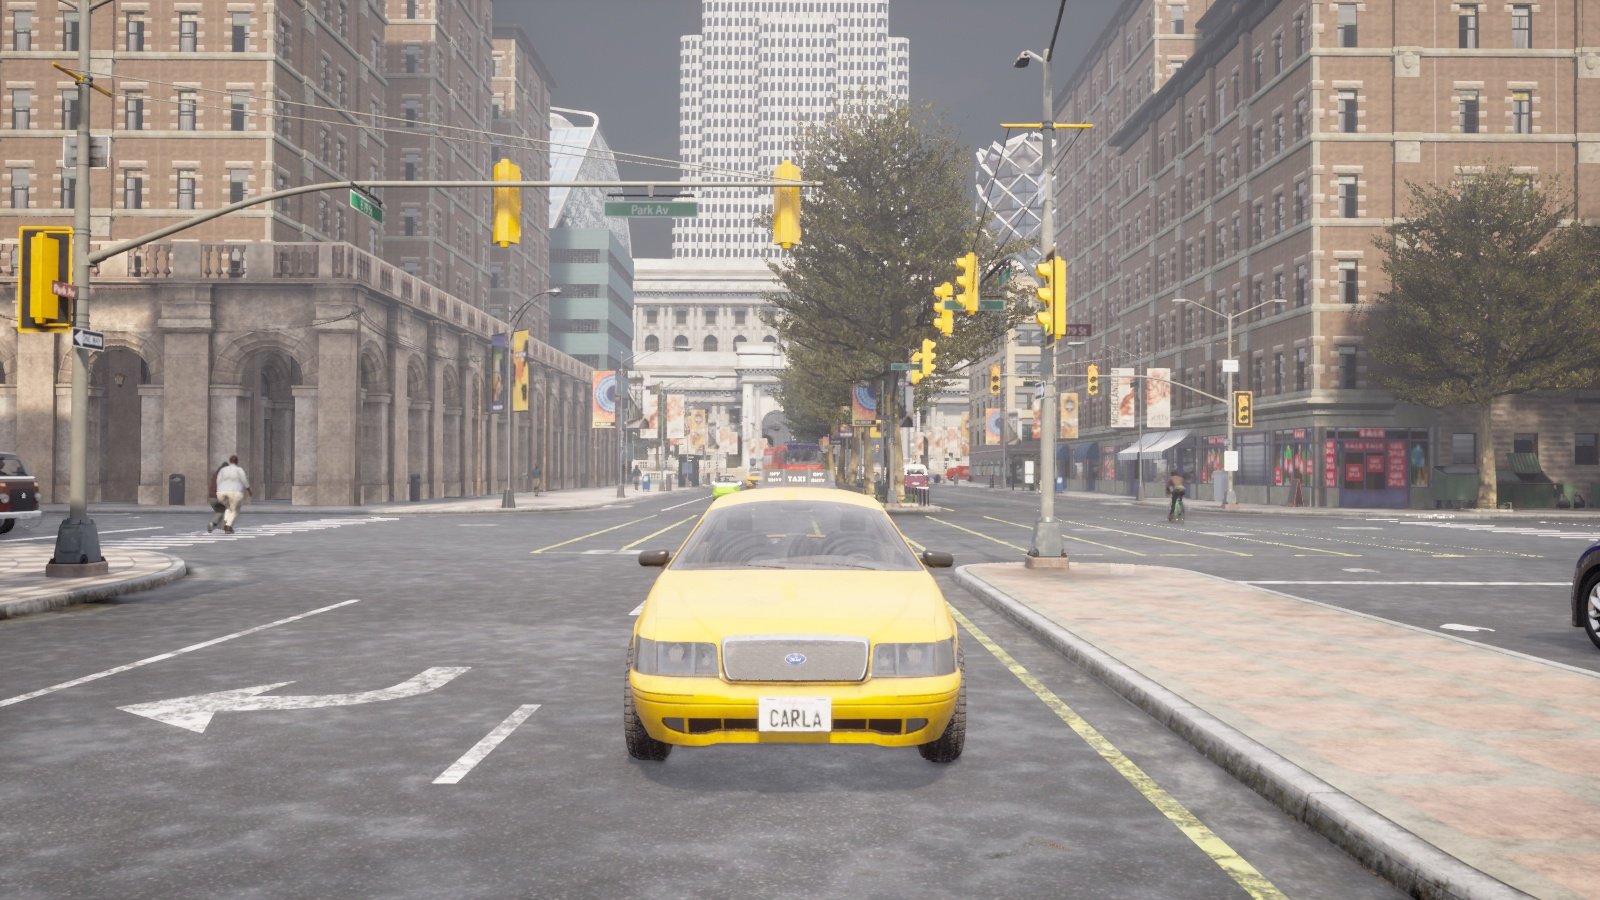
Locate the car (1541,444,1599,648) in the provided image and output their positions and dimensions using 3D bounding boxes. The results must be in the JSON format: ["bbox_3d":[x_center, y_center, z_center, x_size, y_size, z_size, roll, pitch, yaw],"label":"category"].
[{"bbox_3d":[7.978,0.799,9.444,2.097,1.767,4.553,0,-1,0],"label":"car"}]

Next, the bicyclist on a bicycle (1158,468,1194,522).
[{"bbox_3d":[11.413,1.361,38.170,0.582,1.620,1.656,0,-1,0],"label":"bicyclist on a bicycle"}]

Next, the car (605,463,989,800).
[{"bbox_3d":[-0.020,0.898,8.598,1.801,1.575,5.366,0,-1,0],"label":"car"}]

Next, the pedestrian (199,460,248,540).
[{"bbox_3d":[-13.545,1.161,29.545,0.634,1.844,0.899,0,-1,11],"label":"pedestrian"}]

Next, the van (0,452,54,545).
[{"bbox_3d":[-19.741,1.094,28.399,4.480,2.038,2.069,0,-1,-1],"label":"van"}]

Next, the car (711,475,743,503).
[{"bbox_3d":[-3.643,1.943,63.232,1.481,1.376,2.207,0,-1,0],"label":"car"}]

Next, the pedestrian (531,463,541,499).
[{"bbox_3d":[-13.675,1.617,65.152,0.370,1.835,0.726,0,-1,0],"label":"pedestrian"}]

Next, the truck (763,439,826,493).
[{"bbox_3d":[-0.506,1.204,92.658,2.891,3.827,8.468,0,-1,-12],"label":"truck"}]

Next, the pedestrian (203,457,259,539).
[{"bbox_3d":[-13.147,1.097,29.055,0.874,1.855,0.900,0,-1,2],"label":"pedestrian"}]

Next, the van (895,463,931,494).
[{"bbox_3d":[7.802,1.961,86.818,2.069,2.038,4.480,0,-1,0],"label":"van"}]
